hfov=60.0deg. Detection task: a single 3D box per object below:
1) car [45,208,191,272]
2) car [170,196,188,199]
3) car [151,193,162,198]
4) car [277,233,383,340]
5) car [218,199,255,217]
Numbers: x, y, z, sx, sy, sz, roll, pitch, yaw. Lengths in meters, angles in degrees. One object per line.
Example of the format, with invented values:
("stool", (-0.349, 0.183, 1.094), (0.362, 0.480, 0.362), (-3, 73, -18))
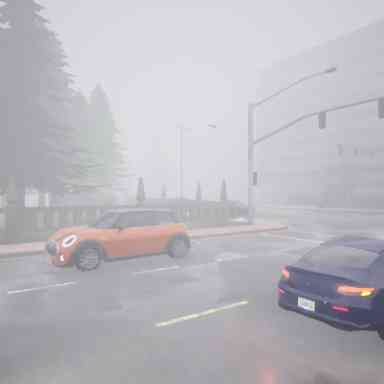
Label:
("car", (-2.317, 1.352, 10.926), (4.553, 1.767, 2.097), (0, 0, -35))
("car", (-1.312, 1.296, 39.307), (2.097, 1.767, 4.553), (0, 0, -26))
("car", (-5.949, 1.162, 59.386), (2.150, 2.045, 5.566), (0, 0, 2))
("car", (3.609, 1.526, 6.341), (4.674, 1.442, 1.812), (0, 0, -35))
("car", (3.715, 1.422, 30.793), (1.882, 1.535, 5.008), (0, 0, -32))
